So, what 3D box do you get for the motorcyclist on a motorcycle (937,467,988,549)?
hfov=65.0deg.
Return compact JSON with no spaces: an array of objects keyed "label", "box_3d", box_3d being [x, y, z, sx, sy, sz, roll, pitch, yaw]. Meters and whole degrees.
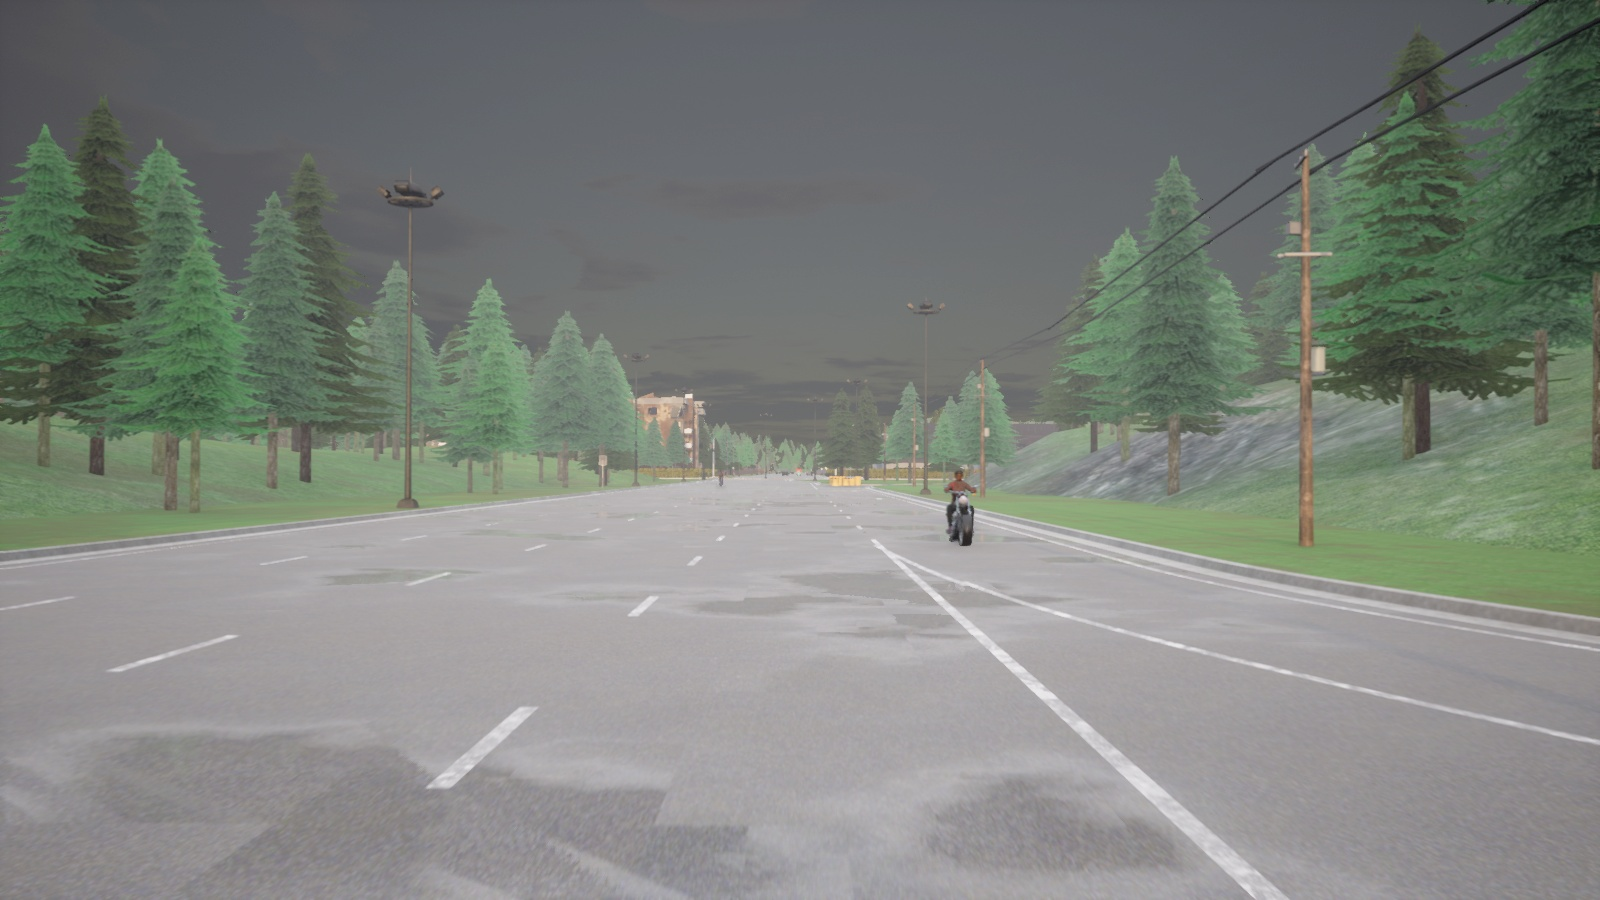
[{"label":"motorcyclist on a motorcycle","box_3d":[3.435,1.199,26.777,0.766,1.649,2.350,0,-1,0]}]
